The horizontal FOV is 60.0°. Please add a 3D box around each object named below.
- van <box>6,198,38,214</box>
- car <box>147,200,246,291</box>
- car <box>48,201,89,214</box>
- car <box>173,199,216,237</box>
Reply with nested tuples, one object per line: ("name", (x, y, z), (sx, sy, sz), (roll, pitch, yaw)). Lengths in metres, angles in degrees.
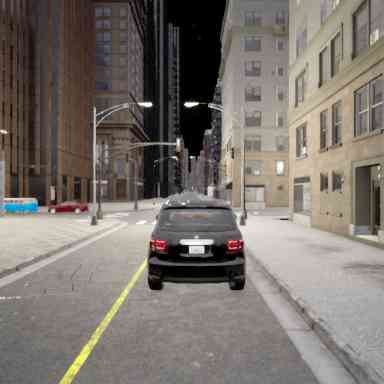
("van", (-19.544, 1.582, 37.559), (3.998, 1.788, 1.690), (-1, 0, 0))
("car", (0.115, 1.222, 9.187), (2.150, 2.045, 5.566), (0, 0, 0))
("car", (-13.917, 1.718, 37.529), (4.507, 1.381, 1.887), (-1, 0, 0))
("car", (0.126, 1.354, 18.636), (2.097, 1.767, 4.553), (0, 0, 0))
